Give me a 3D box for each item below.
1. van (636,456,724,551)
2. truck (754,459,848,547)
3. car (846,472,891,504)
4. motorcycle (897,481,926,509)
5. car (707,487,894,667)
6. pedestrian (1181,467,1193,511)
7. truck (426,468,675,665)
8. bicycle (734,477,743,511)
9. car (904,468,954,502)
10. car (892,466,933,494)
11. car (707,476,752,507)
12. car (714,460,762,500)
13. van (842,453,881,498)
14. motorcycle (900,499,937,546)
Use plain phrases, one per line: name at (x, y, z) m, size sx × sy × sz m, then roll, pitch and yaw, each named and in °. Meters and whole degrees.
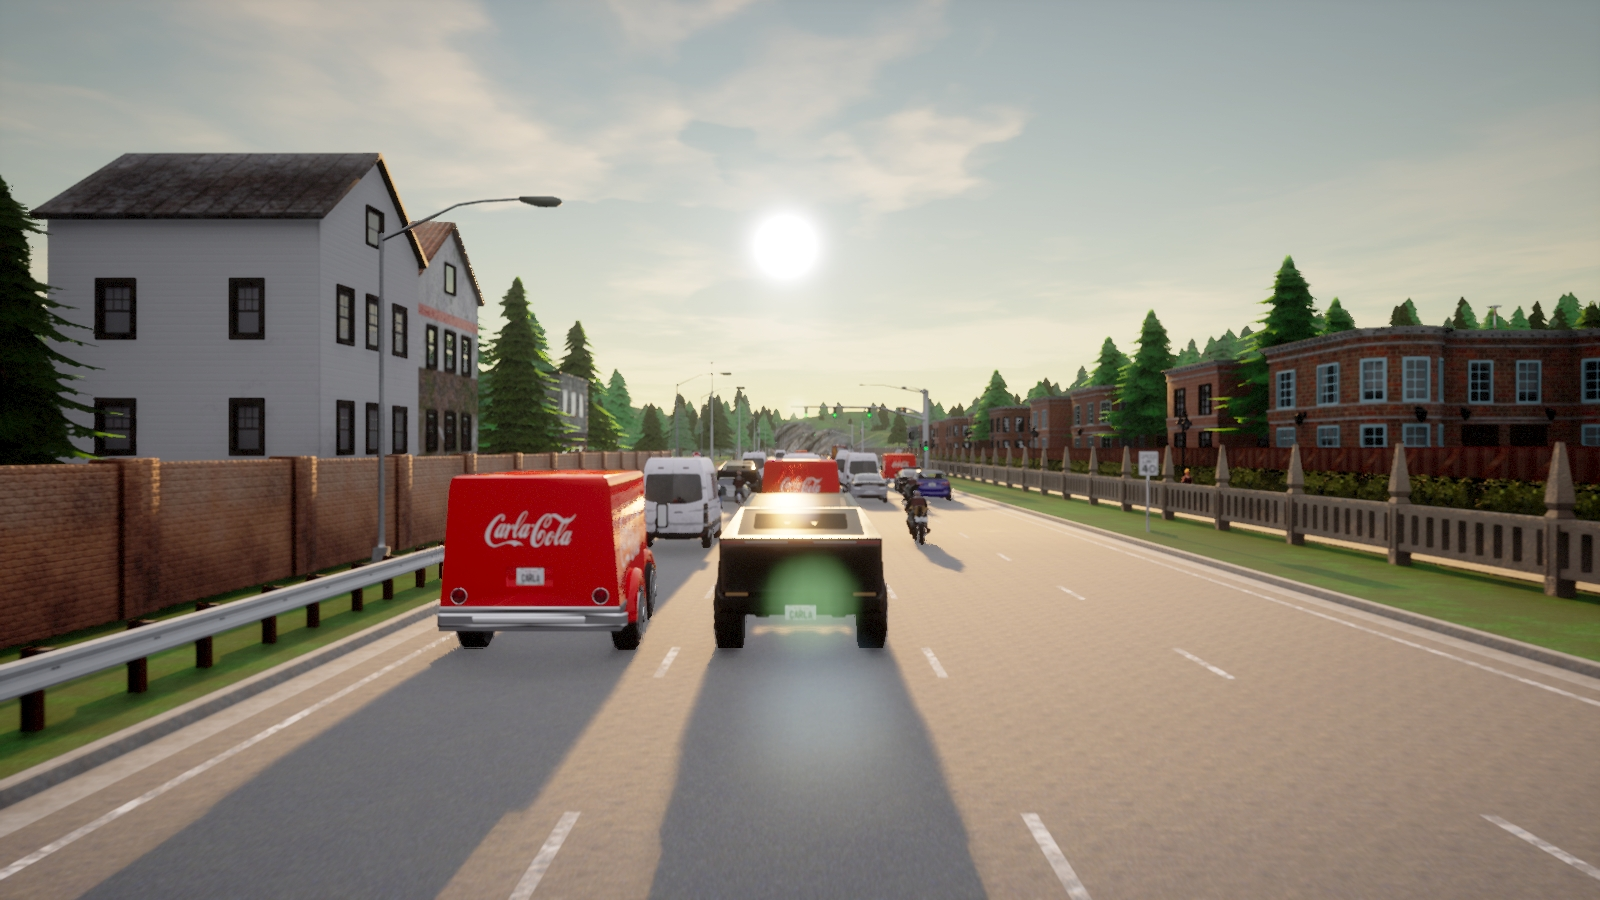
van at (-3.472, 1.491, 34.183) m, size 1.988 × 2.561 × 5.915 m, roll 0°, pitch 0°, yaw 0°
truck at (0.032, 1.512, 34.519) m, size 2.627 × 2.467 × 5.204 m, roll 0°, pitch -1°, yaw 0°
car at (3.563, 1.958, 60.427) m, size 2.097 × 1.535 × 5.006 m, roll 0°, pitch 0°, yaw 0°
motorcycle at (5.349, 2.136, 54.894) m, size 0.867 × 1.251 × 2.209 m, roll 0°, pitch 0°, yaw -10°
car at (0.012, 1.730, 17.769) m, size 2.390 × 2.098 × 6.274 m, roll 0°, pitch 0°, yaw 0°
pedestrian at (16.451, 1.640, 48.588) m, size 0.375 × 1.860 × 0.375 m, roll 0°, pitch 0°, yaw 0°
truck at (-3.482, 1.539, 17.254) m, size 2.627 × 2.467 × 5.204 m, roll 0°, pitch 0°, yaw 0°
bicycle at (-2.823, 1.994, 52.471) m, size 0.329 × 1.471 × 1.835 m, roll 0°, pitch 0°, yaw -5°
car at (7.062, 1.891, 63.028) m, size 2.242 × 1.667 × 4.611 m, roll 0°, pitch 0°, yaw 0°
car at (7.074, 1.892, 72.513) m, size 2.097 × 1.638 × 5.238 m, roll 0°, pitch 0°, yaw 0°
car at (-3.497, 2.046, 57.464) m, size 1.994 × 1.385 × 4.181 m, roll 0°, pitch 0°, yaw 0°
car at (-3.434, 1.672, 64.785) m, size 2.390 × 2.098 × 6.274 m, roll 0°, pitch 0°, yaw 0°
van at (3.609, 1.450, 68.331) m, size 1.988 × 2.561 × 5.915 m, roll 0°, pitch 0°, yaw 0°
motorcycle at (3.546, 2.161, 34.397) m, size 0.867 × 1.251 × 2.209 m, roll 0°, pitch 0°, yaw 0°
